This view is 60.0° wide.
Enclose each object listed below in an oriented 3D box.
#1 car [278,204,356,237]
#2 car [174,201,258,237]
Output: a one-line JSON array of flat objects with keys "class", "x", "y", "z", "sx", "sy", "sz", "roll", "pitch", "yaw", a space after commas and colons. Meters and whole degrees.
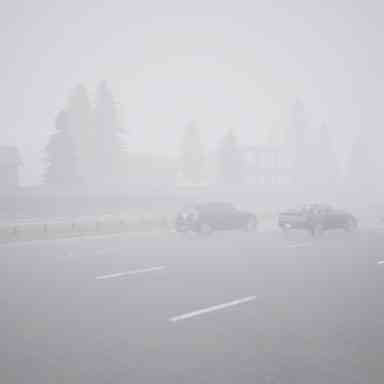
[{"class": "car", "x": 6.468, "y": 1.342, "z": 16.954, "sx": 4.902, "sy": 1.511, "sz": 2.128, "roll": -1, "pitch": 0, "yaw": -35}, {"class": "car", "x": 1.376, "y": 1.240, "z": 17.624, "sx": 4.553, "sy": 1.767, "sz": 2.097, "roll": -1, "pitch": 0, "yaw": -35}]
